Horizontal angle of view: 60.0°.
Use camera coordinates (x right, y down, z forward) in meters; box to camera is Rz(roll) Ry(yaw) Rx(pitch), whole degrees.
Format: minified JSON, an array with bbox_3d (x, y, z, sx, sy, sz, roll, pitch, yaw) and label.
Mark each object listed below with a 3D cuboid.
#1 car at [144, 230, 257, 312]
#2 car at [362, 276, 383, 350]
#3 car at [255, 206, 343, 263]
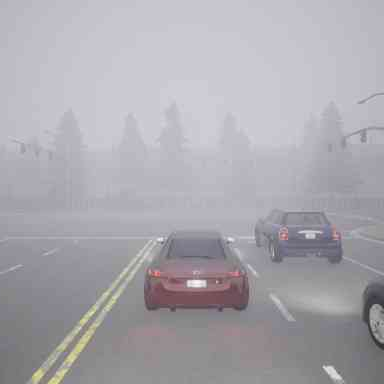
[{"bbox_3d":[0.081,1.564,7.788,1.994,1.385,4.181,0,0,0],"label":"car"},{"bbox_3d":[3.592,1.505,3.315,1.837,1.490,4.892,0,0,0],"label":"car"},{"bbox_3d":[3.636,1.352,12.159,2.097,1.767,4.553,0,0,2],"label":"car"}]
